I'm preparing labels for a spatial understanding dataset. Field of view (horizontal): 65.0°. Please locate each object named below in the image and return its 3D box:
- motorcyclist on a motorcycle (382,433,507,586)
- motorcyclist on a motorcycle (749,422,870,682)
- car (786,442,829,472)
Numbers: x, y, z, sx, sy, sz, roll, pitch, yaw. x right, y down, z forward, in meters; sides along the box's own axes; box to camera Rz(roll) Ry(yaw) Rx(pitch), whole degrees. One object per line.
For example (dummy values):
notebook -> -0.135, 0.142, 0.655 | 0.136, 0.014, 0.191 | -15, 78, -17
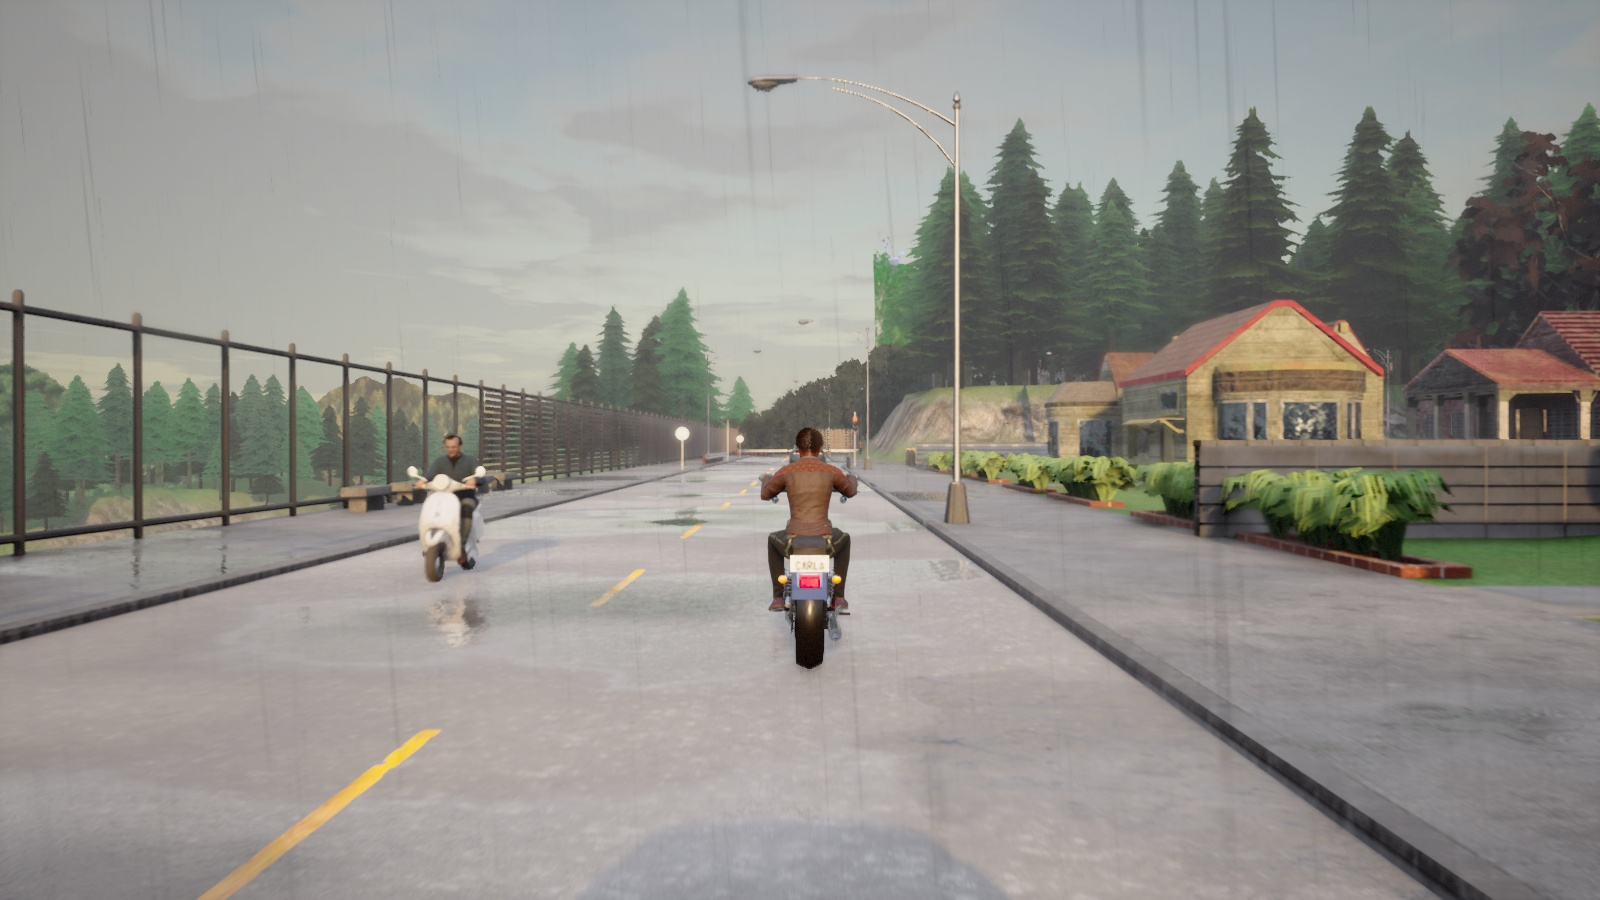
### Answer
motorcyclist on a motorcycle -> -3.905, 0.618, 13.964 | 0.866, 1.590, 1.817 | 0, 0, 0
motorcyclist on a motorcycle -> 0.067, 0.645, 9.140 | 0.766, 1.649, 2.350 | 0, 0, 0
car -> 0.396, 0.336, 64.908 | 2.128, 1.511, 4.902 | 0, 0, 0
